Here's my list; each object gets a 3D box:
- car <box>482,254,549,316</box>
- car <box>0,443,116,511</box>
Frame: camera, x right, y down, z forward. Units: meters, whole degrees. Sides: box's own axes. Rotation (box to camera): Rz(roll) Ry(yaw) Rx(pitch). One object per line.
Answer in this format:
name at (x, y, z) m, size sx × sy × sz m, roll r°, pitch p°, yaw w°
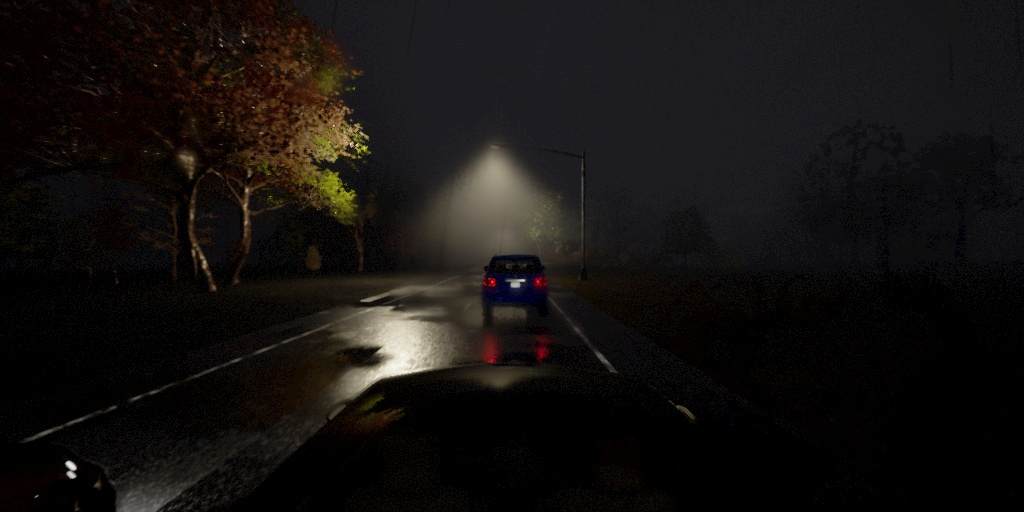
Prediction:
car at (0.105, 0.956, 13.387) m, size 2.150 × 2.045 × 5.566 m, roll 0°, pitch 0°, yaw 0°
car at (-3.397, 1.316, 0.395) m, size 1.994 × 1.385 × 4.181 m, roll 0°, pitch 0°, yaw 0°
